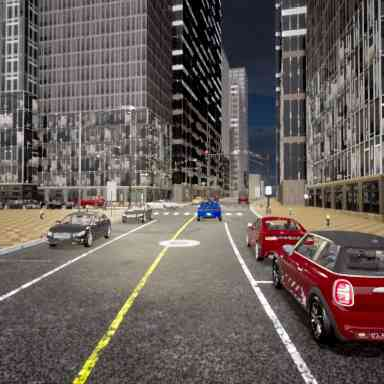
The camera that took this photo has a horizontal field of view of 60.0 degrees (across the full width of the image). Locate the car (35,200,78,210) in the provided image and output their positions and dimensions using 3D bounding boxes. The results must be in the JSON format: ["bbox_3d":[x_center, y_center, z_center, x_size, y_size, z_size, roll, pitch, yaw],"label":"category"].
[{"bbox_3d":[-16.958,1.637,41.959,4.313,1.339,1.947,0,-1,13],"label":"car"}]

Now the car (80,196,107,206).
[{"bbox_3d":[-15.147,1.535,49.631,5.009,1.841,2.192,0,-1,13],"label":"car"}]

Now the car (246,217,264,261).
[{"bbox_3d":[3.007,1.547,11.998,1.887,1.381,4.507,1,0,3],"label":"car"}]

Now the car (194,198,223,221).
[{"bbox_3d":[1.480,1.494,27.165,1.882,1.535,5.008,0,0,5],"label":"car"}]

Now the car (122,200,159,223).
[{"bbox_3d":[-4.129,1.573,25.696,2.008,1.369,4.403,1,0,5],"label":"car"}]

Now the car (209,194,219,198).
[{"bbox_3d":[5.157,1.491,78.798,2.192,1.841,5.009,1,0,14],"label":"car"}]

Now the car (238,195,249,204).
[{"bbox_3d":[10.079,1.410,65.113,2.192,1.841,5.009,1,0,13],"label":"car"}]

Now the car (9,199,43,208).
[{"bbox_3d":[-26.033,1.833,52.209,4.403,1.369,2.008,0,-1,13],"label":"car"}]

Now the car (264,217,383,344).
[{"bbox_3d":[2.815,1.441,6.358,1.967,1.590,4.097,1,0,2],"label":"car"}]

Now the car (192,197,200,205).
[{"bbox_3d":[1.162,1.640,62.559,1.752,1.417,4.829,1,0,12],"label":"car"}]

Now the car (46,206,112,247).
[{"bbox_3d":[-4.880,1.561,14.906,2.008,1.369,4.403,1,0,3],"label":"car"}]

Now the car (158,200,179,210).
[{"bbox_3d":[-4.054,1.686,43.372,4.718,1.301,1.895,-1,-1,35],"label":"car"}]

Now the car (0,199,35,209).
[{"bbox_3d":[-22.399,1.653,43.249,4.403,1.369,2.008,0,-1,13],"label":"car"}]
